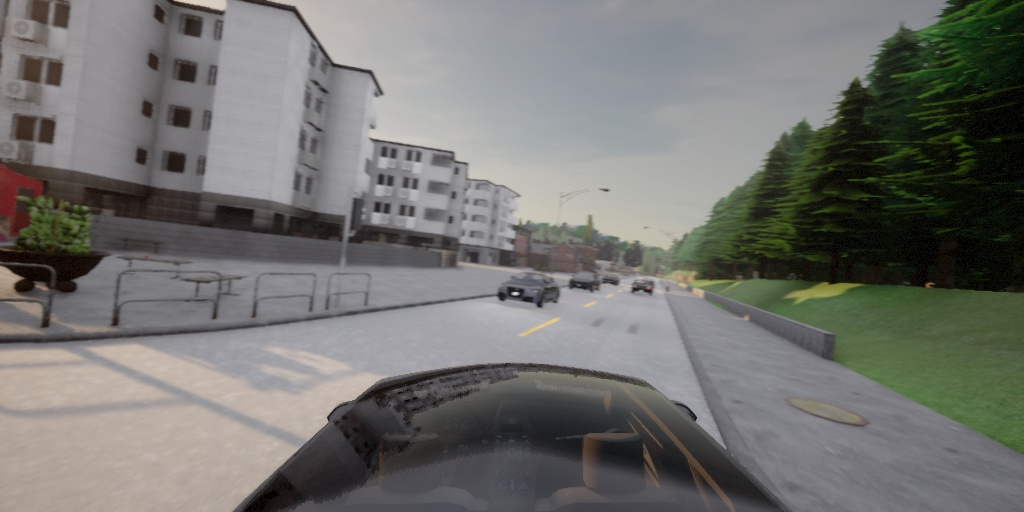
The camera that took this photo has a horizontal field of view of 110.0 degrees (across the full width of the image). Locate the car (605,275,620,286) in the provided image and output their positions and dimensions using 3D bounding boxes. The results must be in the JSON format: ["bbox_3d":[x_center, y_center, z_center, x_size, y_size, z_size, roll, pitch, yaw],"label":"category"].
[{"bbox_3d":[12.272,3.031,44.723,1.895,1.301,4.718,7,0,22],"label":"car"}]

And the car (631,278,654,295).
[{"bbox_3d":[12.763,3.006,35.013,1.895,1.301,4.718,7,0,22],"label":"car"}]

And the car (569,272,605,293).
[{"bbox_3d":[6.032,2.043,29.381,1.882,1.535,5.008,7,0,22],"label":"car"}]

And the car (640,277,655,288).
[{"bbox_3d":[20.410,3.998,54.045,1.895,1.301,4.718,7,0,22],"label":"car"}]

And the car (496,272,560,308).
[{"bbox_3d":[0.897,1.464,16.633,1.994,1.385,4.181,7,0,22],"label":"car"}]
